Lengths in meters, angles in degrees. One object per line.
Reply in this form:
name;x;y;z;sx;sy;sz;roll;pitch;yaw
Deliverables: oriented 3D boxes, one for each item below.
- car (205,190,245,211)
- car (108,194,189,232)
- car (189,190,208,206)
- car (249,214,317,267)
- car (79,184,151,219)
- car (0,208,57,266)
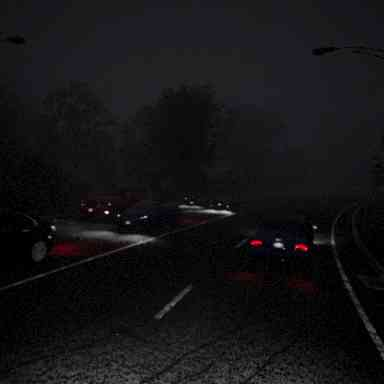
car;3.129;0.750;28.631;1.994;1.385;4.181;3;3;27
car;-2.059;1.072;17.292;1.812;1.442;4.674;3;2;22
car;1.258;0.482;32.580;2.033;1.411;5.357;3;3;29
car;3.263;1.488;11.580;2.033;1.411;5.357;3;2;20
car;-4.452;0.556;20.653;2.150;2.045;5.566;3;3;23
car;-5.333;1.161;7.839;1.837;1.490;4.892;3;1;17
